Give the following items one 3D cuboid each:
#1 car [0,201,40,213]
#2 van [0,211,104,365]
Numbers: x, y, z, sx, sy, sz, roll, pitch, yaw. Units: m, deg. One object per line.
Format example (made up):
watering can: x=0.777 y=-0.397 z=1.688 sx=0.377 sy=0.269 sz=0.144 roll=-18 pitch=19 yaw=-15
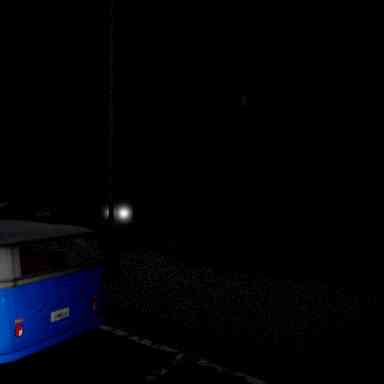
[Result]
car: x=-15.416 y=1.517 z=28.506 sx=1.812 sy=1.442 sz=4.674 roll=0 pitch=0 yaw=32
van: x=-3.203 y=1.341 z=5.361 sx=3.998 sy=1.788 sz=1.690 roll=0 pitch=0 yaw=36
